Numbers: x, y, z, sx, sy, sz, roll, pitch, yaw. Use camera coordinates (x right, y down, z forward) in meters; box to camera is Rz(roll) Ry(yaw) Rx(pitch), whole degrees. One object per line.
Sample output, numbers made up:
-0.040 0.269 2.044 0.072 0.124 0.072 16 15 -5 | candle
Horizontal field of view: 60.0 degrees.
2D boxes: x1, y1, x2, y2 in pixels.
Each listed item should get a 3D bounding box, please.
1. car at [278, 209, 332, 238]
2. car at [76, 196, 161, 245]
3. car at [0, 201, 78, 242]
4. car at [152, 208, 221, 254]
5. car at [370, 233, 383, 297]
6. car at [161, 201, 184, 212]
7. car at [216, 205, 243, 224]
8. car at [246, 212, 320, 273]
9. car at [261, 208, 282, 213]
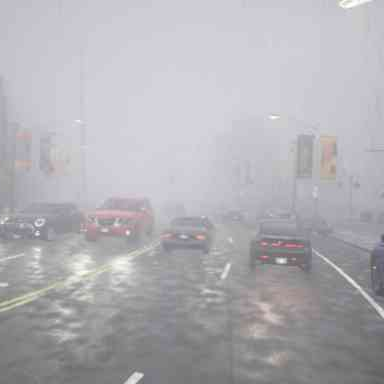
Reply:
7.058 2.026 20.986 1.895 1.301 4.718 2 -1 3 | car
-3.300 1.257 16.410 2.150 2.045 5.566 2 -1 6 | car
-6.924 1.263 15.890 2.097 1.767 4.553 2 0 7 | car
0.000 1.680 14.379 2.033 1.411 5.357 2 -1 7 | car
4.944 1.441 5.960 2.150 2.045 5.566 2 -1 16 | car
-2.160 1.750 36.120 2.128 1.511 4.902 2 -1 -17 | car
3.122 1.896 28.863 1.812 1.442 4.674 2 0 -8 | car
2.966 1.712 11.668 1.837 1.490 4.892 2 -1 11 | car
6.610 1.988 26.700 2.002 1.452 4.674 2 -1 -7 | car
